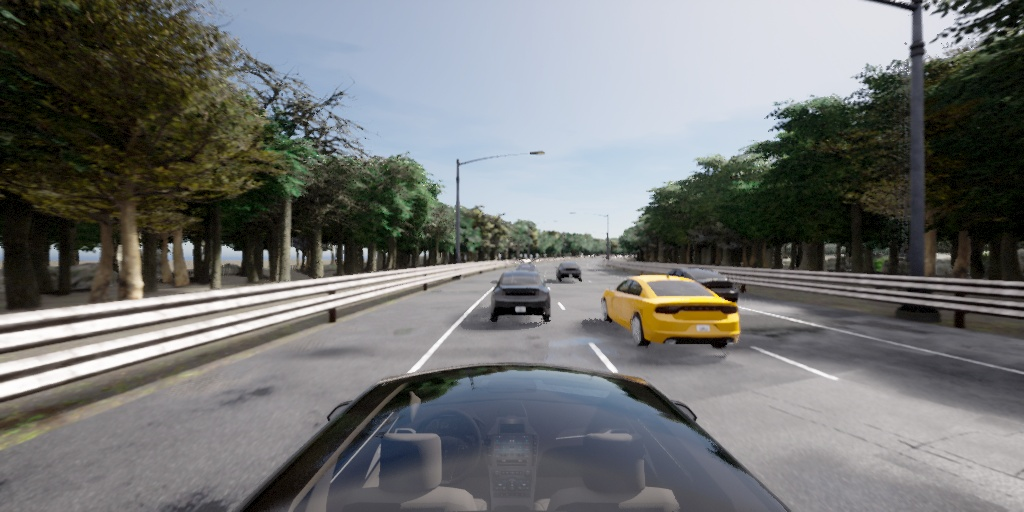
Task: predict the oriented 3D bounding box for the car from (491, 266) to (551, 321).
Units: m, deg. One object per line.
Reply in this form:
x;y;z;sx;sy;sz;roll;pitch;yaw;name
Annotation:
0.313;1.269;12.575;1.837;1.490;4.892;0;0;2;car

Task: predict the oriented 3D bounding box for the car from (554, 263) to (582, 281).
4.724;1.296;30.201;1.837;1.490;4.892;0;0;4;car

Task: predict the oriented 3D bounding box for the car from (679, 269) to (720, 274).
7.396;1.279;15.024;1.837;1.490;4.892;0;0;2;car

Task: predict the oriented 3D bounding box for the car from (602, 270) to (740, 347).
3.730;1.241;9.375;1.882;1.535;5.008;0;0;1;car

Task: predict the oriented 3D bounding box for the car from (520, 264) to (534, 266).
1.260;1.352;30.792;1.994;1.385;4.181;0;0;4;car
